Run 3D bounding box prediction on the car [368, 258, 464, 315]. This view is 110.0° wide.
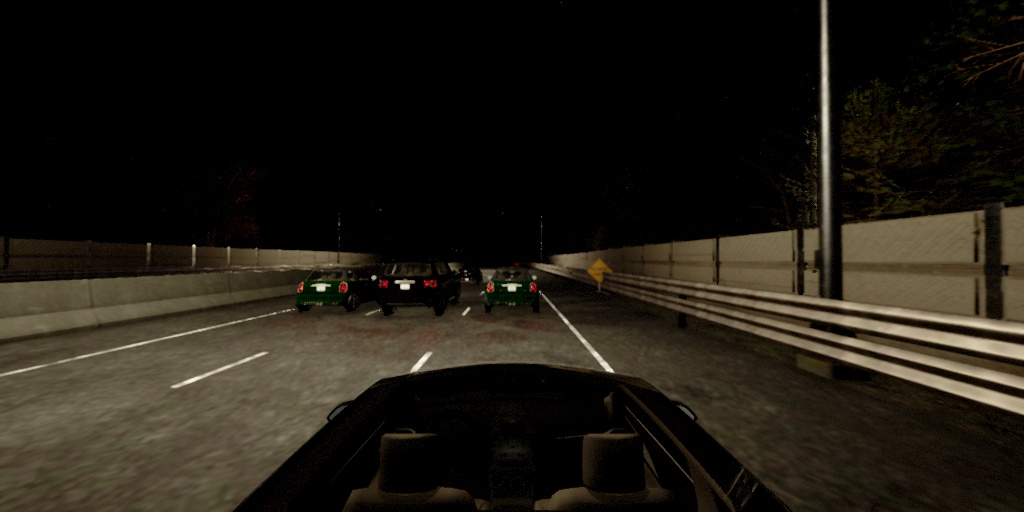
[{"bbox_3d":[-3.498,1.113,14.435,2.150,2.045,5.566,0,0,0],"label":"car"}]

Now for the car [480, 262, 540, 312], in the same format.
[{"bbox_3d":[0.011,1.248,15.271,2.097,1.767,4.553,0,-1,0],"label":"car"}]

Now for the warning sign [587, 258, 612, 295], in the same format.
[{"bbox_3d":[4.541,1.050,18.629,1.300,1.860,1.060,0,0,0],"label":"warning sign"}]

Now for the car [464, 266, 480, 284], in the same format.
[{"bbox_3d":[-3.498,1.577,30.347,1.837,1.490,4.892,0,0,0],"label":"car"}]

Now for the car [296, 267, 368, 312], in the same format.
[{"bbox_3d":[-6.988,1.248,15.265,2.097,1.767,4.553,0,-1,0],"label":"car"}]
